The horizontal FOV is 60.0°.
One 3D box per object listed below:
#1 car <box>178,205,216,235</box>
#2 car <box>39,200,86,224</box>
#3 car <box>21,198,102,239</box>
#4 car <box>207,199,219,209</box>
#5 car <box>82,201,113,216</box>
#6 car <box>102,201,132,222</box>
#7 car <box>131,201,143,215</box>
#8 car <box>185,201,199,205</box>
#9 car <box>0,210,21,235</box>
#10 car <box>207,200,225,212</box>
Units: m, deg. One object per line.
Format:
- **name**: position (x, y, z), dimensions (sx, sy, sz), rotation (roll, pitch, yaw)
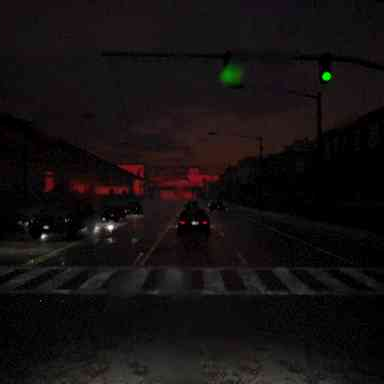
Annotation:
- **car**: position (0.103, 1.722, 20.022), dimensions (2.033, 1.411, 5.357), rotation (0, 0, 0)
- **car**: position (-10.524, 1.590, 27.418), dimensions (2.097, 1.767, 4.553), rotation (0, 0, 0)
- **car**: position (-7.085, 1.386, 18.899), dimensions (2.150, 2.045, 5.566), rotation (0, 0, 0)
- **car**: position (3.506, 2.014, 56.126), dimensions (1.812, 1.442, 4.674), rotation (0, 0, 0)
- **car**: position (-10.496, 1.817, 37.441), dimensions (2.128, 1.511, 4.902), rotation (0, 0, 0)
- **car**: position (-7.008, 1.801, 29.137), dimensions (2.033, 1.411, 5.357), rotation (0, 0, 0)
- **car**: position (-6.996, 1.847, 39.401), dimensions (1.837, 1.490, 4.892), rotation (0, 0, 0)
- **car**: position (0.010, 1.949, 46.072), dimensions (2.033, 1.411, 5.357), rotation (0, 0, 0)
- **car**: position (-10.583, 1.704, 18.023), dimensions (2.033, 1.411, 5.357), rotation (0, 0, 0)
- **car**: position (3.506, 1.963, 46.185), dimensions (1.994, 1.385, 4.181), rotation (0, -1, 0)
